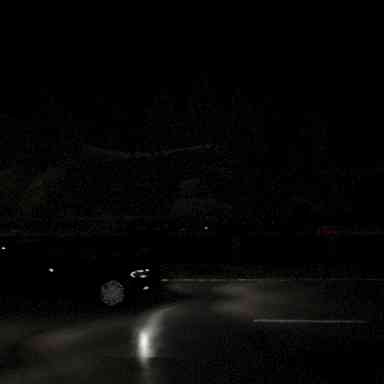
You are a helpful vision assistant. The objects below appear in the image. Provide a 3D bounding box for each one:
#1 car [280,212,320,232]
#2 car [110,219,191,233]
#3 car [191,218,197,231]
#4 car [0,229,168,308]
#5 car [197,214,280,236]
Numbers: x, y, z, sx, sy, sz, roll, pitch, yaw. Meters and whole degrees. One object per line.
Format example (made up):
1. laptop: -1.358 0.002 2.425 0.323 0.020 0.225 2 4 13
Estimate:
1. car: 7.126 2.346 25.391 5.008 1.535 1.882 -1 -2 5
2. car: -2.732 2.334 19.178 4.892 1.490 1.837 -1 -2 5
3. car: 1.049 2.722 29.393 4.181 1.385 1.994 -1 -2 5
4. car: -3.313 1.894 8.498 5.008 1.535 1.882 -1 -2 5
5. car: 3.027 2.325 22.217 4.902 1.511 2.128 -1 -2 5
